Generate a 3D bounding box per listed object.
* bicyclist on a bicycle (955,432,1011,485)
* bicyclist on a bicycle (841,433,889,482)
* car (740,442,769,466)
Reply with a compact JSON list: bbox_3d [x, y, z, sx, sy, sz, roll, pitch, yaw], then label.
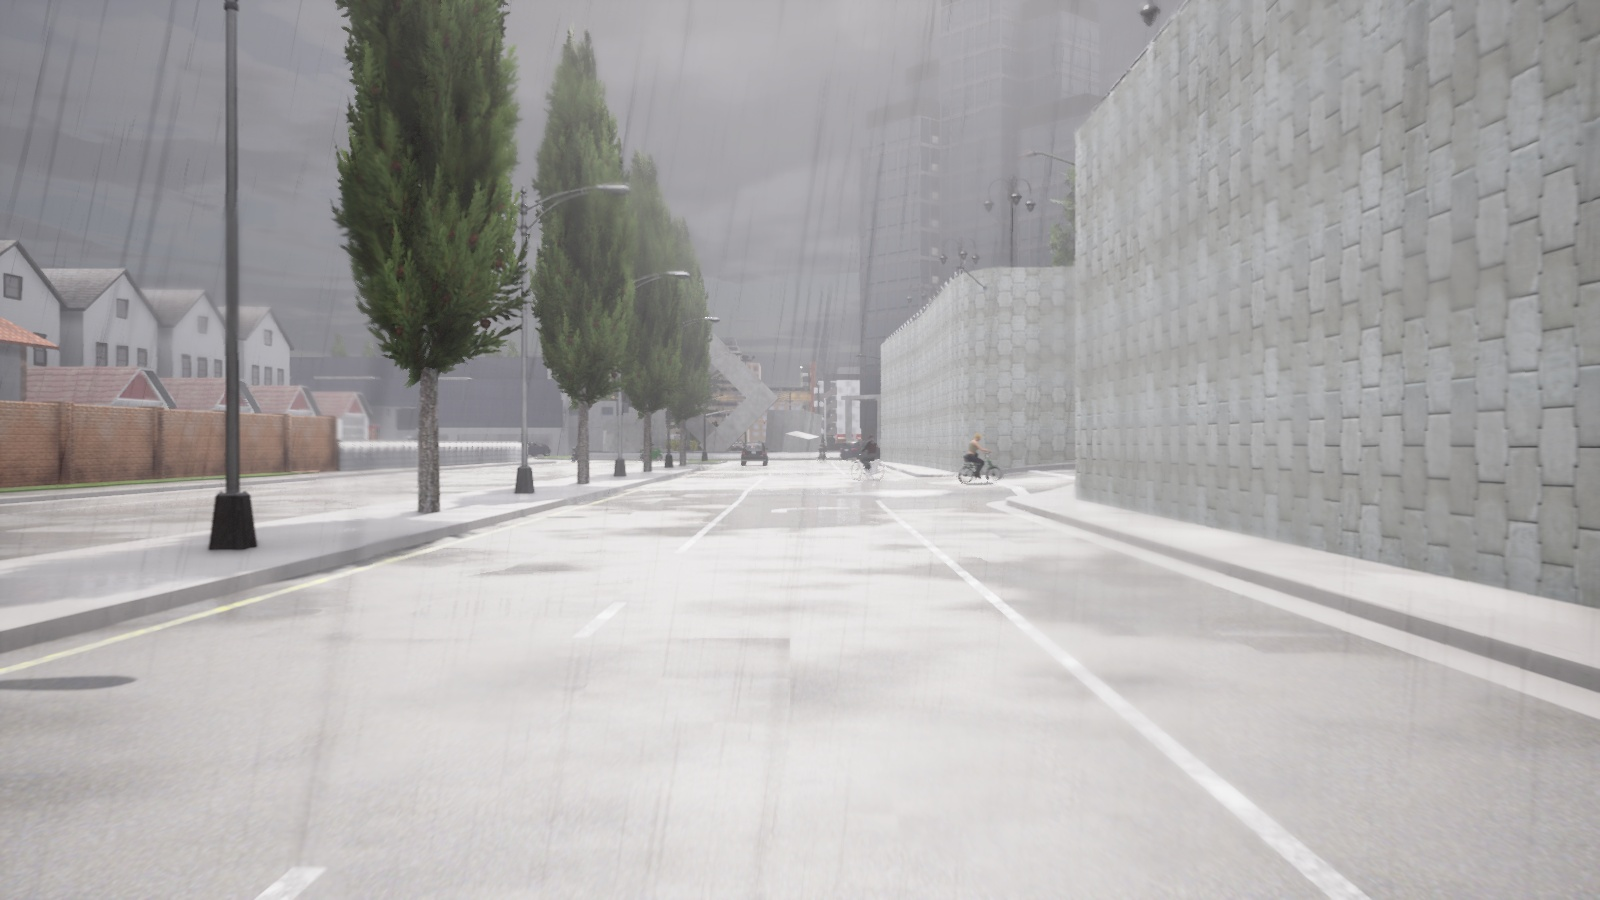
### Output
[{"bbox_3d":[5.756,0.262,39.606,1.509,1.612,0.866,-1,3,-17],"label":"bicyclist on a bicycle"},{"bbox_3d":[2.421,0.282,46.983,0.659,1.776,1.843,2,-1,-40],"label":"bicyclist on a bicycle"},{"bbox_3d":[-3.010,0.253,83.366,1.789,1.549,3.705,0,0,0],"label":"car"}]
